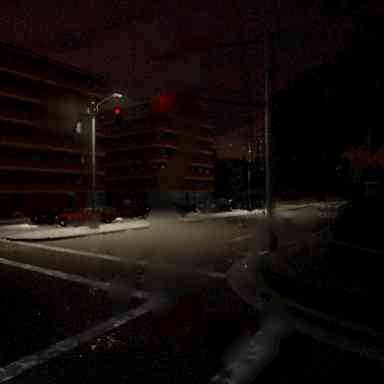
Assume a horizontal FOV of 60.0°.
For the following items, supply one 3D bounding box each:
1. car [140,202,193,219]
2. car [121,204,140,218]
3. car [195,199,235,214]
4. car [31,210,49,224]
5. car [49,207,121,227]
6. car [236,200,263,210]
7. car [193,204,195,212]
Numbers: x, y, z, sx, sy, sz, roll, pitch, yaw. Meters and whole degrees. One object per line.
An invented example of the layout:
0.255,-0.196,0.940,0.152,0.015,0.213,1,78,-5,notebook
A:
-2.429,1.750,32.881,1.882,1.535,5.008,-1,-1,36,car
-5.896,1.883,34.032,1.994,1.385,4.181,-1,-1,37,car
2.894,1.624,40.208,2.097,1.767,4.553,-1,-1,36,car
-10.847,1.887,27.236,1.994,1.385,4.181,-1,-1,36,car
-7.963,1.878,25.281,1.895,1.301,4.718,-1,-1,33,car
8.592,1.834,48.016,1.994,1.385,4.181,-1,-1,36,car
-0.990,1.883,40.802,1.994,1.385,4.181,-1,-1,36,car
